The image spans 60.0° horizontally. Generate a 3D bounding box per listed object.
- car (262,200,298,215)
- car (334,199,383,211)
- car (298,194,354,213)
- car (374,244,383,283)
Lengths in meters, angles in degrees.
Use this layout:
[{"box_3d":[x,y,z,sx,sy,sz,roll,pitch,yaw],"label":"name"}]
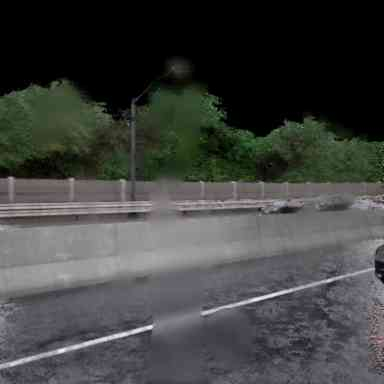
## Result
[{"box_3d":[8.665,1.511,31.314,4.674,1.442,1.812,0,0,-34],"label":"car"},{"box_3d":[13.542,1.511,26.166,4.674,1.442,1.812,0,0,-34],"label":"car"},{"box_3d":[12.338,1.199,29.581,5.566,2.045,2.150,0,0,-34],"label":"car"},{"box_3d":[6.413,1.517,8.251,4.892,1.490,1.837,0,0,-35],"label":"car"}]
